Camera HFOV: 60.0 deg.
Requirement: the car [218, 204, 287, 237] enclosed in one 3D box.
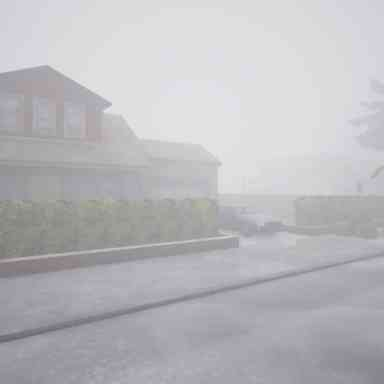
[{"bbox_3d":[2.261,1.356,17.010,2.033,1.415,5.357,0,0,-33],"label":"car"}]
